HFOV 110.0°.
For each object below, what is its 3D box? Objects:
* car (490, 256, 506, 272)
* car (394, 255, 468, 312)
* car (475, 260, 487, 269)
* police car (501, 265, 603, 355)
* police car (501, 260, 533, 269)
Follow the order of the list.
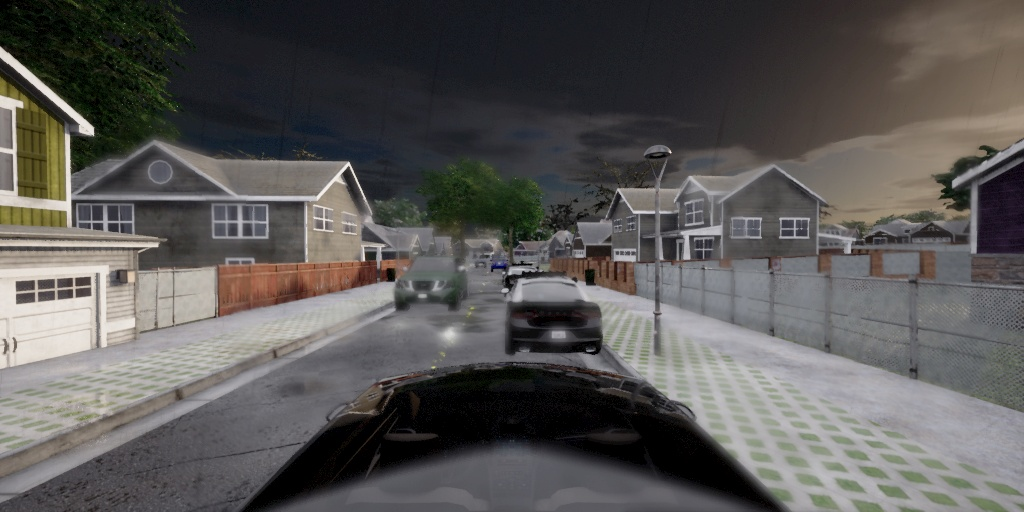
[{"bbox_3d":[-1.706,1.055,47.464,2.150,2.045,5.566,0,0,-3],"label":"car"},{"bbox_3d":[-3.048,0.979,14.677,2.150,2.045,5.566,0,0,-2],"label":"car"},{"bbox_3d":[-5.319,1.359,61.525,2.128,1.511,4.902,0,0,-3],"label":"car"},{"bbox_3d":[0.777,1.176,8.854,1.930,1.638,5.238,0,0,-1],"label":"police car"},{"bbox_3d":[0.523,1.187,18.899,1.930,1.638,5.238,0,0,-2],"label":"police car"}]
